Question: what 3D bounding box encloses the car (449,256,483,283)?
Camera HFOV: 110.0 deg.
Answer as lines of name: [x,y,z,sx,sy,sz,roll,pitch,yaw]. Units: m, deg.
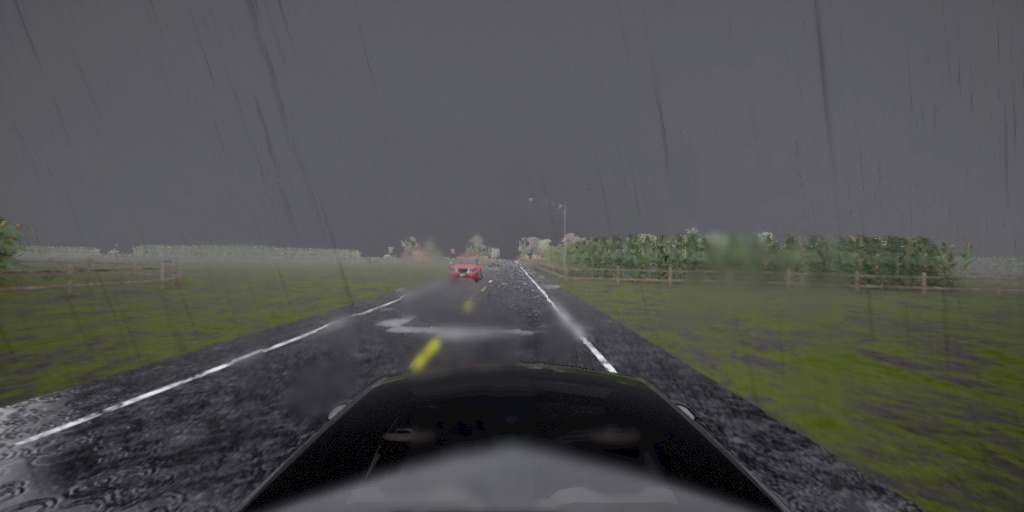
car: [-3.599,1.035,28.918,2.150,2.045,5.566,0,0,0]
